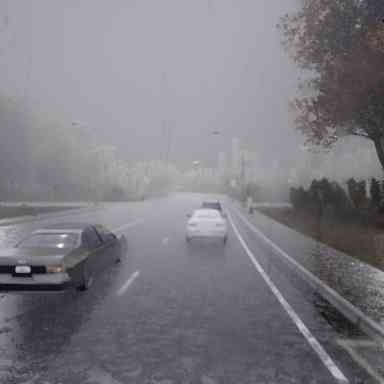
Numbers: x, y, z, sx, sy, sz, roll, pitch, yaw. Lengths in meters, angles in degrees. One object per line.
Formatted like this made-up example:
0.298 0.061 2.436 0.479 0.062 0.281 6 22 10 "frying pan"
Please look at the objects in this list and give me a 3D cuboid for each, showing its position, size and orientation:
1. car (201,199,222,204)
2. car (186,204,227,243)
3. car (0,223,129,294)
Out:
1.984 1.397 33.897 1.882 1.535 5.008 0 0 4 "car"
0.720 1.520 16.050 1.812 1.442 4.674 0 0 3 "car"
-3.163 1.544 8.931 2.033 1.411 5.357 0 0 2 "car"
